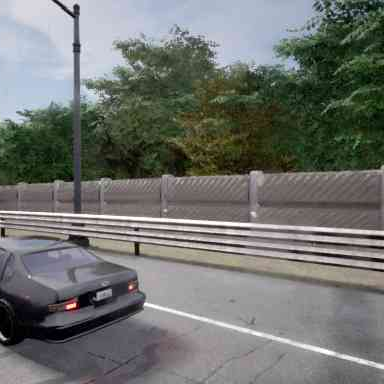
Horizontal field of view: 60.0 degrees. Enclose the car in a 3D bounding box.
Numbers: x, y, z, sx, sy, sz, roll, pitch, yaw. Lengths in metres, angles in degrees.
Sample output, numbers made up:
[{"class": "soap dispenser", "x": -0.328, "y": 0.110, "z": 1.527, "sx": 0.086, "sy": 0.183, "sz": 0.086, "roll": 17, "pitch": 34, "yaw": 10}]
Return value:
[{"class": "car", "x": -3.321, "y": 1.569, "z": 6.376, "sx": 5.357, "sy": 1.411, "sz": 2.033, "roll": 0, "pitch": 0, "yaw": 36}]
